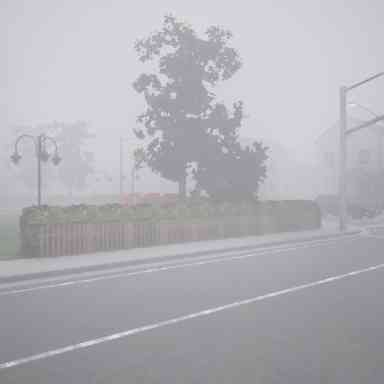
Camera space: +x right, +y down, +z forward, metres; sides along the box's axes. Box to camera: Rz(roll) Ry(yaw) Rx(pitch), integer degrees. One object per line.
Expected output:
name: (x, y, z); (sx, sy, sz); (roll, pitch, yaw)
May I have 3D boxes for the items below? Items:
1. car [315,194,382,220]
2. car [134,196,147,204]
car: (13.169, 1.221, 28.632); (2.150, 2.045, 5.566); (0, 0, -32)
car: (-8.755, 1.498, 60.216); (1.882, 1.535, 5.008); (0, 0, -35)
